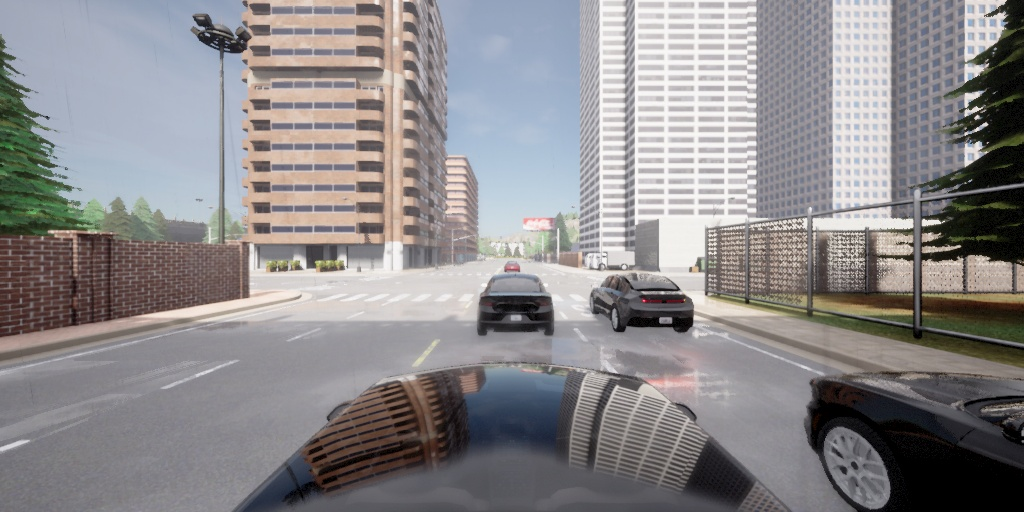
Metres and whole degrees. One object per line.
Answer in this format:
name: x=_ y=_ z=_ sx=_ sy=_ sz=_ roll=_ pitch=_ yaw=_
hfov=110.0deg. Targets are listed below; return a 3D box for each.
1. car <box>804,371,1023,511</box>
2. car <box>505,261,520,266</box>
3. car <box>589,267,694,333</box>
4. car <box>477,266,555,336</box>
car: x=3.602 y=1.228 z=1.204 sx=1.882 sy=1.535 sz=5.008 roll=0 pitch=-1 yaw=0
car: x=0.029 y=1.311 z=45.141 sx=1.994 sy=1.385 sz=4.181 roll=0 pitch=0 yaw=-1
car: x=3.622 y=1.254 z=10.775 sx=1.837 sy=1.490 sz=4.892 roll=0 pitch=0 yaw=1
car: x=0.087 y=1.227 z=10.452 sx=1.882 sy=1.535 sz=5.008 roll=0 pitch=0 yaw=0
